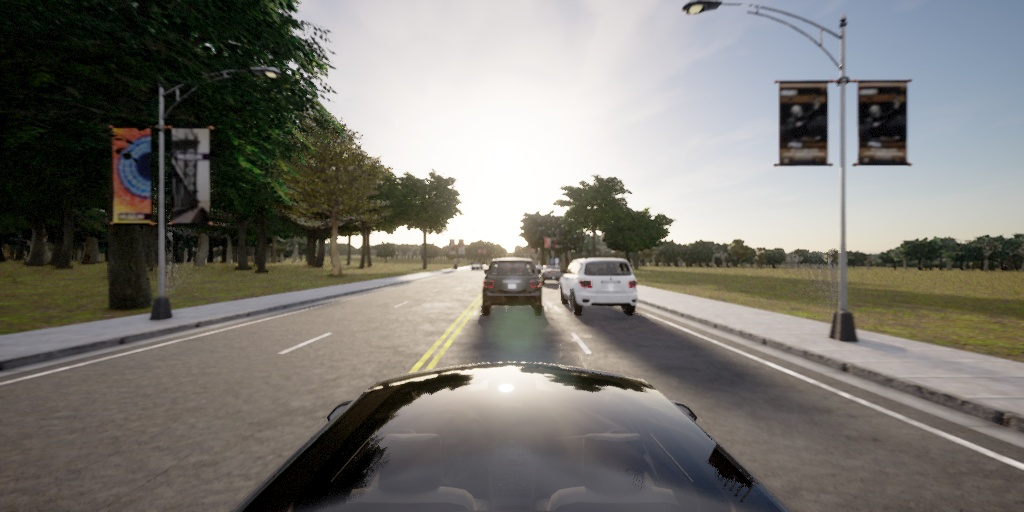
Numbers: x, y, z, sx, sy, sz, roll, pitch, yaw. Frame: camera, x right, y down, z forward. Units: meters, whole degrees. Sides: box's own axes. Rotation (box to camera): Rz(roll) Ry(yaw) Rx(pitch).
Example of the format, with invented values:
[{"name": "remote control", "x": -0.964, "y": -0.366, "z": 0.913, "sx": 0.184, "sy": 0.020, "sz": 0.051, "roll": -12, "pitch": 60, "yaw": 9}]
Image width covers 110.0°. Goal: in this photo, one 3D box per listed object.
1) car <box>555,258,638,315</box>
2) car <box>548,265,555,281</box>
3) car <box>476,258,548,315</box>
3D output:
[{"name": "car", "x": 3.261, "y": 1.098, "z": 14.451, "sx": 2.150, "sy": 2.045, "sz": 5.566, "roll": 0, "pitch": 0, "yaw": 0}, {"name": "car", "x": 3.274, "y": 1.529, "z": 30.374, "sx": 2.128, "sy": 1.511, "sz": 4.902, "roll": 0, "pitch": 0, "yaw": 0}, {"name": "car", "x": 0.011, "y": 1.097, "z": 14.439, "sx": 2.150, "sy": 2.045, "sz": 5.566, "roll": 0, "pitch": 0, "yaw": 0}]
